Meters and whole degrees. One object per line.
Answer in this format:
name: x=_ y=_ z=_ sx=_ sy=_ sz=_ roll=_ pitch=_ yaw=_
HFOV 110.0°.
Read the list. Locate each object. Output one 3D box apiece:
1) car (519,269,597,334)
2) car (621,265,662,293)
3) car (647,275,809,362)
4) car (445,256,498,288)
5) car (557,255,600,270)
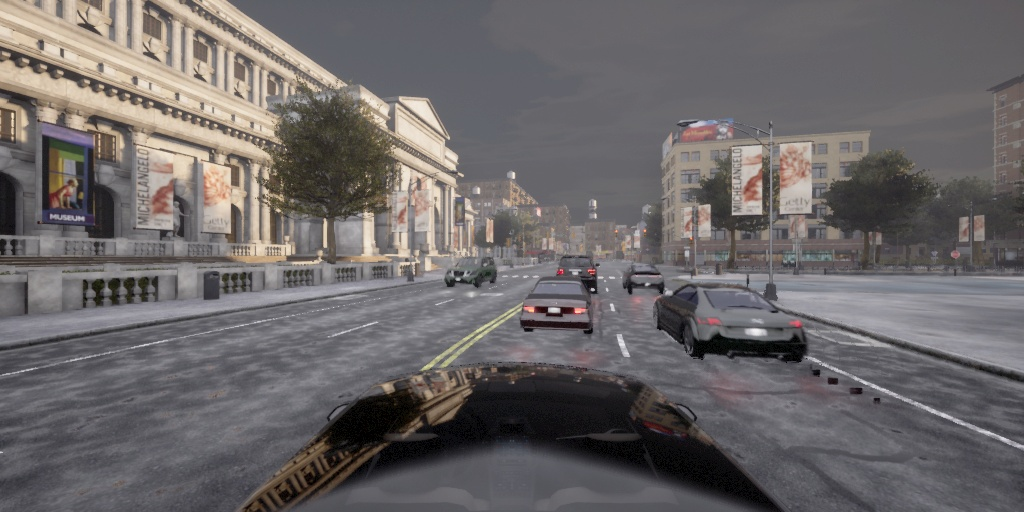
car: x=1.473 y=1.297 z=10.734 sx=2.033 sy=1.411 sz=5.357 roll=0 pitch=0 yaw=11
car: x=7.383 y=1.239 z=20.463 sx=2.128 sy=1.511 sz=4.902 roll=0 pitch=0 yaw=13
car: x=4.655 y=1.314 z=8.300 sx=1.994 sy=1.385 sz=4.181 roll=0 pitch=0 yaw=10
car: x=-2.606 y=1.050 z=24.387 sx=2.150 sy=2.045 sz=5.566 roll=0 pitch=0 yaw=14
car: x=3.821 y=0.971 z=20.710 sx=2.150 sy=2.045 sz=5.566 roll=0 pitch=0 yaw=14
